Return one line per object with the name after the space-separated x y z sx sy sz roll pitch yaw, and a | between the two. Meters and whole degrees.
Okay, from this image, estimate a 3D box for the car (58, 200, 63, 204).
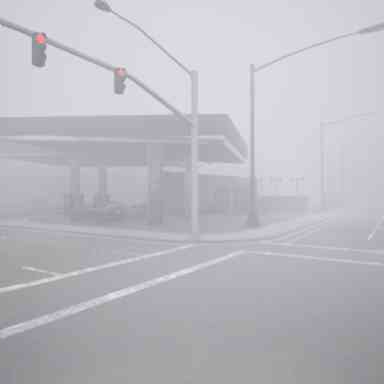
-30.760 2.166 82.521 4.674 1.442 1.812 0 0 -40 | car

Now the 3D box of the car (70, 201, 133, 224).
-7.125 1.484 25.152 4.611 1.667 2.242 0 0 33 | car

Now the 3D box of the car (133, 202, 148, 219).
-4.648 1.670 30.391 3.806 1.475 1.970 0 0 33 | car

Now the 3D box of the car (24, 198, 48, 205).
-34.450 2.073 73.468 1.882 1.535 5.008 0 0 35 | car
